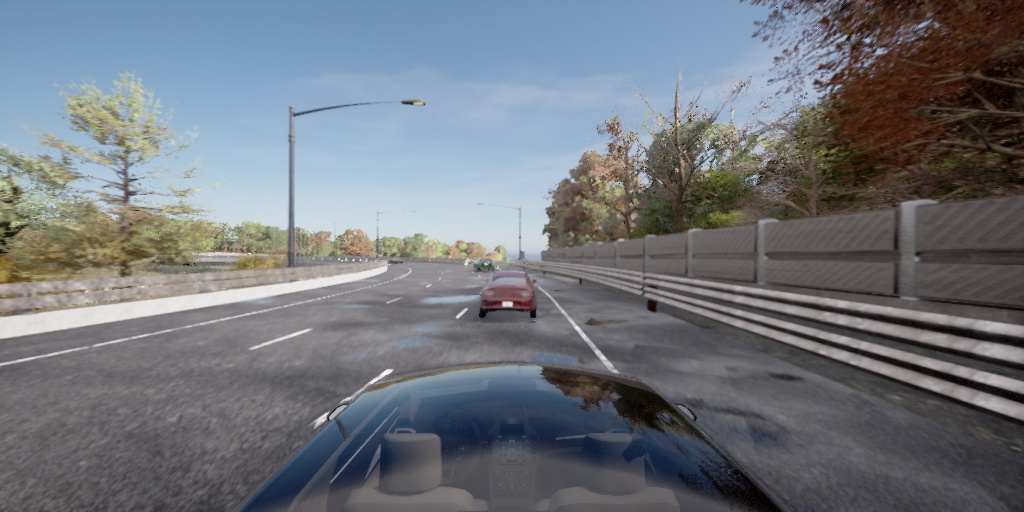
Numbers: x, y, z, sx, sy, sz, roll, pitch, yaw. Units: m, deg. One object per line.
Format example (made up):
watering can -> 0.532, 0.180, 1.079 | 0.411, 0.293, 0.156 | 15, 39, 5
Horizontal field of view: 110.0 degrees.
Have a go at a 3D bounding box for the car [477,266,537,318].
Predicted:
car -> -0.087, 1.253, 12.868 | 1.812, 1.442, 4.674 | 1, 0, 1

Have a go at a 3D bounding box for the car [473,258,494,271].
car -> -3.555, 0.993, 44.510 | 2.097, 1.767, 4.553 | 0, 0, -14
